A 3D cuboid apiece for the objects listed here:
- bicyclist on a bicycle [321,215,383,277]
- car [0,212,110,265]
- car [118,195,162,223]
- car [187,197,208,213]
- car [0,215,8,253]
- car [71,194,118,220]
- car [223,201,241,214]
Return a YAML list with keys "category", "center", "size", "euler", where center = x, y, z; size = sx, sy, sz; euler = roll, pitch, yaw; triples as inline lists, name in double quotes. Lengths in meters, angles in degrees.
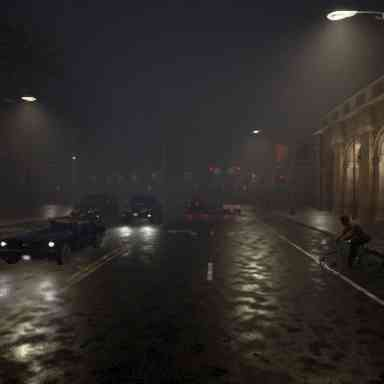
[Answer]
- category: "bicyclist on a bicycle"
  center: [4.229, 1.441, 8.819]
  size: [1.656, 1.620, 0.582]
  euler: [-2, 0, 3]
- category: "car"
  center: [-4.676, 1.601, 11.866]
  size: [1.895, 1.301, 4.718]
  euler: [0, 0, 4]
- category: "car"
  center: [-3.690, 1.223, 25.728]
  size: [2.150, 2.045, 5.566]
  euler: [0, 0, 5]
- category: "car"
  center: [0.692, 1.352, 36.373]
  size: [2.097, 1.767, 4.553]
  euler: [0, 0, 4]
- category: "car"
  center: [-8.247, 1.564, 10.867]
  size: [1.994, 1.385, 4.181]
  euler: [0, 0, 4]
- category: "car"
  center: [-7.236, 1.220, 25.451]
  size: [2.150, 2.045, 5.566]
  euler: [0, 0, 4]
- category: "car"
  center: [4.261, 1.600, 36.019]
  size: [1.895, 1.301, 4.718]
  euler: [0, 0, 5]
